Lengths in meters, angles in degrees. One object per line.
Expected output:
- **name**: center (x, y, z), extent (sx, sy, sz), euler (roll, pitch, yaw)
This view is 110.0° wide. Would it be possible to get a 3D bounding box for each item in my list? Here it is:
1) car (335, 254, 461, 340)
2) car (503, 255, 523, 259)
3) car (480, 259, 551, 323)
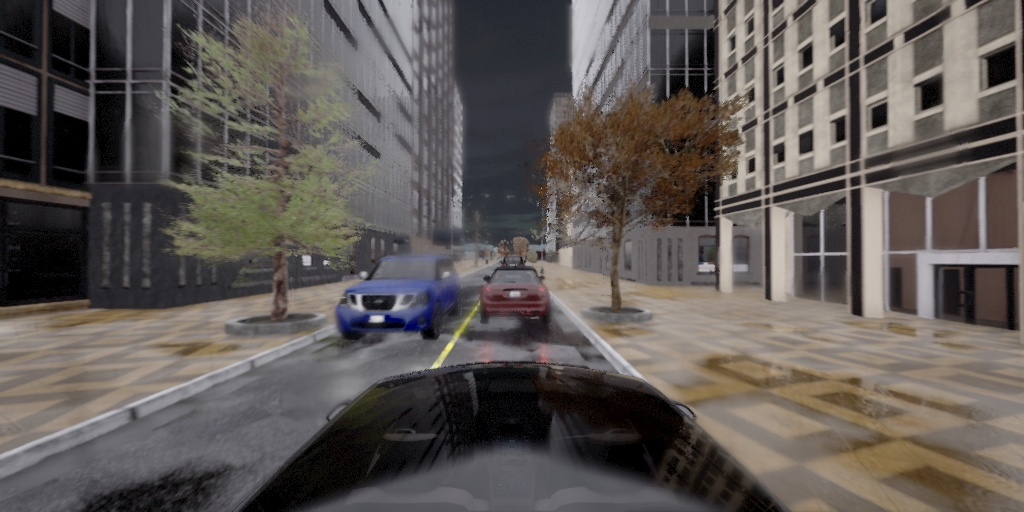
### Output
- **car**: center (-2.822, 0.969, 10.295), extent (2.150, 2.045, 5.566), euler (0, 0, 0)
- **car**: center (0.100, 0.963, 31.811), extent (2.150, 2.045, 5.566), euler (0, 0, 0)
- **car**: center (0.100, 1.098, 12.285), extent (2.097, 1.767, 4.553), euler (0, 0, 0)
